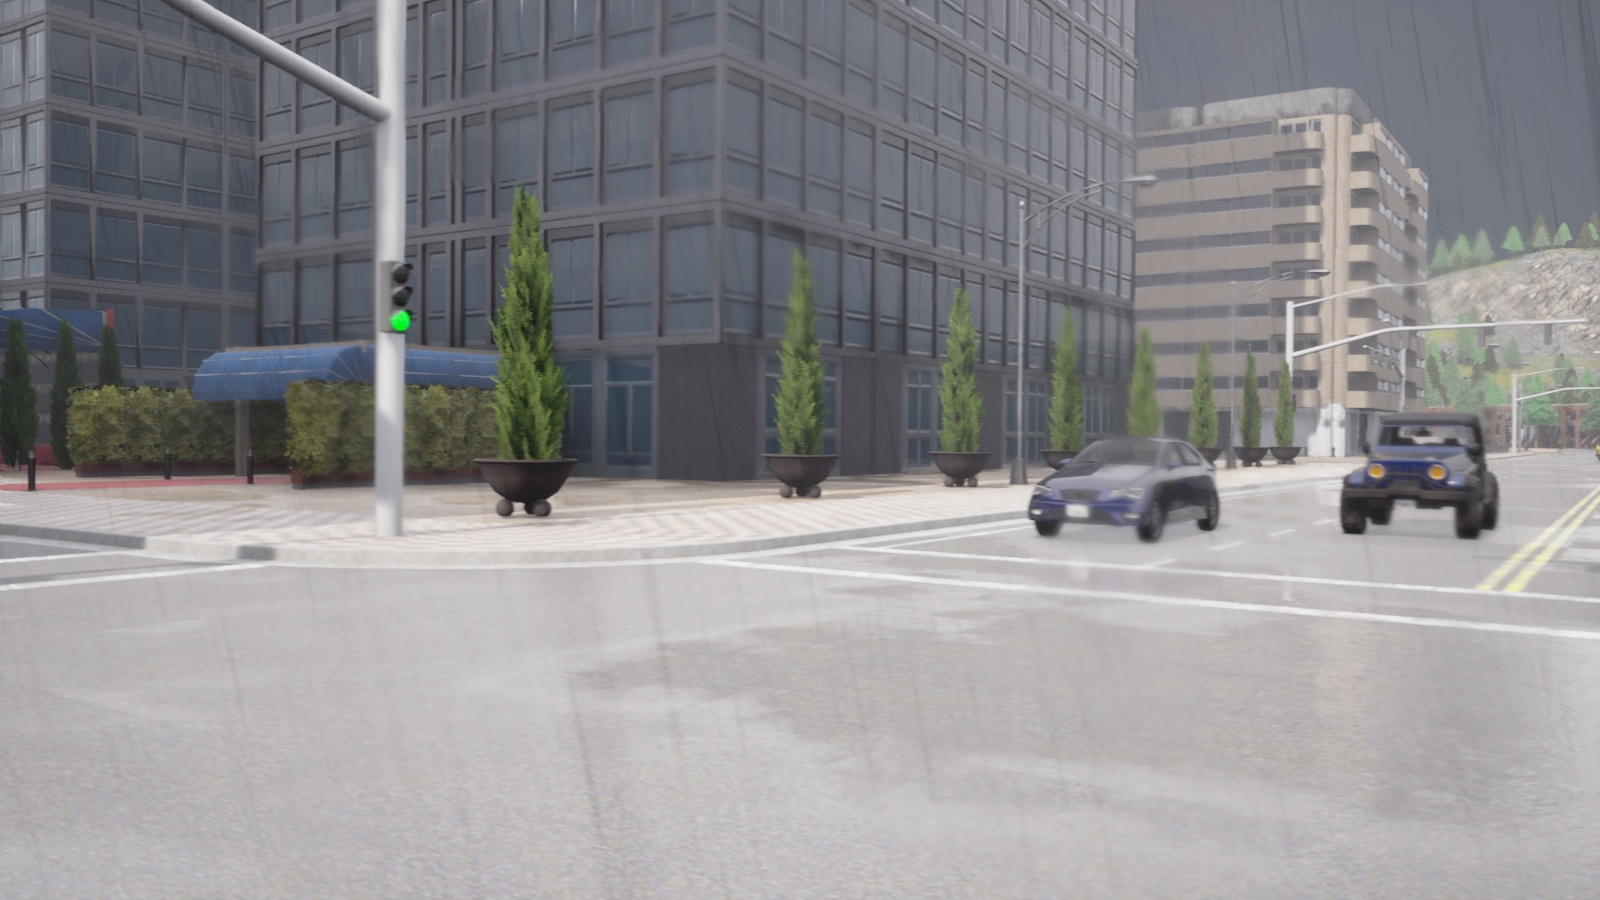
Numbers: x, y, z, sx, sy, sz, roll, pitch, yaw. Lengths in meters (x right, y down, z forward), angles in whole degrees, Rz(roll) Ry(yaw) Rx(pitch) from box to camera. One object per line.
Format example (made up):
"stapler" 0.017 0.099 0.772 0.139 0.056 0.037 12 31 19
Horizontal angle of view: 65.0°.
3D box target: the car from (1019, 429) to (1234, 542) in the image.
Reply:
"car" 5.009 0.442 18.851 1.816 1.474 4.193 0 1 34

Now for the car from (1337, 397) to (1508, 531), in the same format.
"car" 9.899 0.167 19.823 1.905 1.878 3.866 0 1 34
